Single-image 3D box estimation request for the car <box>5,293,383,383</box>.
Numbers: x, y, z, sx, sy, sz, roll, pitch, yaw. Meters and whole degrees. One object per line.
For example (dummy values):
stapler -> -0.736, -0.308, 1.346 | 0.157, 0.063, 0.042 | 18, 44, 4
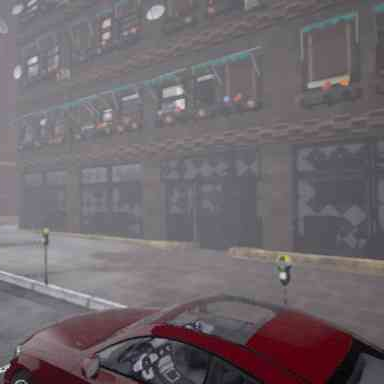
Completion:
car -> 0.115, 1.584, 2.808 | 4.206, 1.307, 1.802 | 0, -1, 36
